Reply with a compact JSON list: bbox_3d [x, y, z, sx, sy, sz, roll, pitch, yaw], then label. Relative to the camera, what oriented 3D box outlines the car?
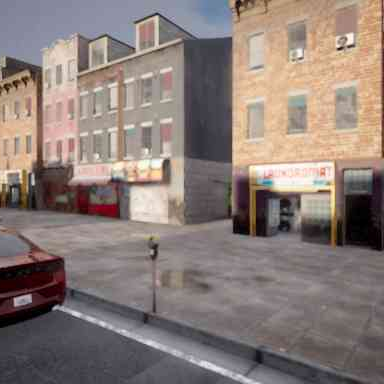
[{"bbox_3d":[-4.369,1.306,6.108,5.008,1.535,1.882,2,1,36],"label":"car"}]
